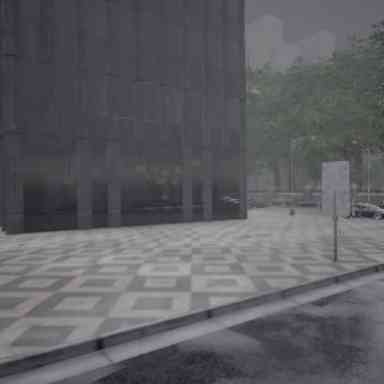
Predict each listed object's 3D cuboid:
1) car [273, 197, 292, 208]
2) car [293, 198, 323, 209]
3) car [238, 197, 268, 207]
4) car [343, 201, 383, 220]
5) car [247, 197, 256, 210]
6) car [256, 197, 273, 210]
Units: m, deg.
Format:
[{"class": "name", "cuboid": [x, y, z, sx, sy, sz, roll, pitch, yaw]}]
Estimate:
[{"class": "car", "cuboid": [12.470, 1.456, 47.031, 2.008, 1.369, 4.403, -1, 1, -35]}, {"class": "car", "cuboid": [15.614, 1.472, 42.572, 1.947, 1.339, 4.313, -1, 1, -35]}, {"class": "car", "cuboid": [9.325, 1.455, 51.491, 2.008, 1.369, 4.403, -1, 1, -35]}, {"class": "car", "cuboid": [14.942, 1.633, 28.734, 1.947, 1.339, 4.313, -1, 1, -35]}, {"class": "car", "cuboid": [5.508, 1.615, 42.113, 2.008, 1.369, 4.403, -1, 1, -35]}, {"class": "car", "cuboid": [7.758, 1.504, 43.712, 1.882, 1.535, 5.008, -1, 1, -35]}]
